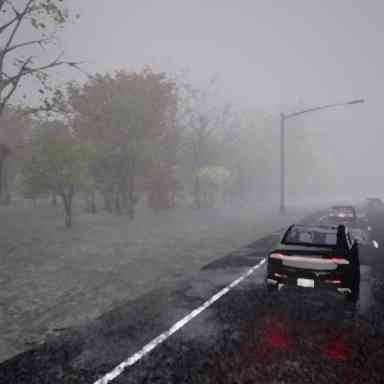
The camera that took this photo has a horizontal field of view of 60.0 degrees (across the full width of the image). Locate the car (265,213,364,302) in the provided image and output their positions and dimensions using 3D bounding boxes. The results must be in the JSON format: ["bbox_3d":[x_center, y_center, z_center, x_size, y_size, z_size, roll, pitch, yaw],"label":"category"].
[{"bbox_3d":[3.228,1.522,8.510,2.128,1.511,4.902,0,0,26],"label":"car"}]

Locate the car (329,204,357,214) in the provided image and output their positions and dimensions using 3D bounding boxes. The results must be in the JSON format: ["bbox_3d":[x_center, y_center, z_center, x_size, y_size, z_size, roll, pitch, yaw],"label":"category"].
[{"bbox_3d":[11.326,1.642,25.042,2.033,1.411,5.357,0,0,26],"label":"car"}]

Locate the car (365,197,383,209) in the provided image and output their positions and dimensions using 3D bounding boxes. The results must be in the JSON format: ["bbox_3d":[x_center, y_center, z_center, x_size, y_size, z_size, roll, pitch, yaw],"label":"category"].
[{"bbox_3d":[27.360,1.677,49.805,1.882,1.535,5.008,0,0,26],"label":"car"}]

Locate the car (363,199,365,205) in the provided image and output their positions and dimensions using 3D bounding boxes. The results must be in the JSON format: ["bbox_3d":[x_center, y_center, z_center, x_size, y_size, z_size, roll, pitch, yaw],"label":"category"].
[{"bbox_3d":[34.841,1.762,65.299,1.837,1.490,4.892,0,0,26],"label":"car"}]
